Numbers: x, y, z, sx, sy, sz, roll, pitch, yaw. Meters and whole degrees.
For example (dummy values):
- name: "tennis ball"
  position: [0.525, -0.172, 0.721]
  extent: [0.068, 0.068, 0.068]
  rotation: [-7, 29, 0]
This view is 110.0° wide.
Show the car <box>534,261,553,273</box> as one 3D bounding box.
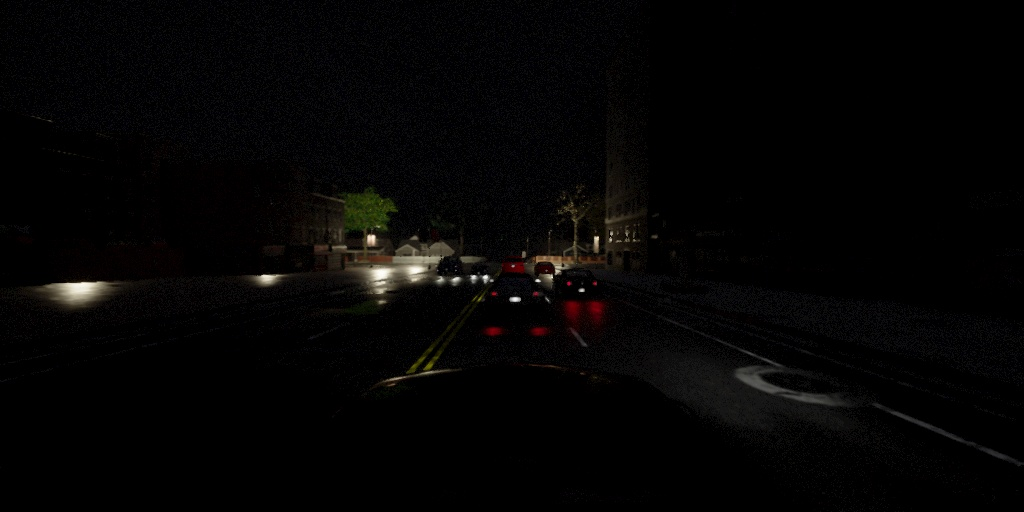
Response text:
- name: "car"
  position: [3.351, 1.284, 37.216]
  extent: [1.882, 1.535, 5.008]
  rotation: [0, 0, 0]

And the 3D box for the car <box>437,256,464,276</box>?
- name: "car"
  position: [-6.590, 1.033, 38.878]
  extent: [2.150, 2.045, 5.566]
  rotation: [0, 0, 0]

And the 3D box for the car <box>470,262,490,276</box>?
- name: "car"
  position: [-3.343, 1.360, 38.774]
  extent: [2.033, 1.411, 5.357]
  rotation: [0, 0, 0]

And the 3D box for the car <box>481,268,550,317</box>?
- name: "car"
  position: [0.099, 1.314, 13.101]
  extent: [1.994, 1.385, 4.181]
  rotation: [0, 0, 0]

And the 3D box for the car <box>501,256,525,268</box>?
- name: "car"
  position: [0.099, 1.019, 35.104]
  extent: [2.150, 2.045, 5.566]
  rotation: [0, 0, 0]

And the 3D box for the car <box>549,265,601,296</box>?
- name: "car"
  position: [3.348, 1.358, 19.416]
  extent: [1.895, 1.301, 4.718]
  rotation: [0, 0, 0]
